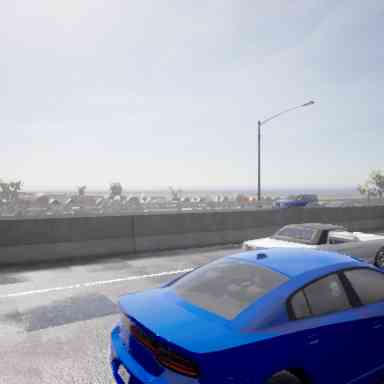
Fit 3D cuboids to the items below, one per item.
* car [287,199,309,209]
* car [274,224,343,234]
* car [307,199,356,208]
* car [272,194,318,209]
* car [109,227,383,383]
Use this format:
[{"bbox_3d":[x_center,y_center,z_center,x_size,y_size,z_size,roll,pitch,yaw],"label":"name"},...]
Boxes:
[{"bbox_3d":[11.483,1.591,30.879,4.718,1.301,1.895,0,0,-31],"label":"car"},{"bbox_3d":[3.864,1.598,9.761,4.718,1.301,1.895,0,0,-31],"label":"car"},{"bbox_3d":[11.850,1.516,27.017,4.674,1.442,1.812,0,0,-31],"label":"car"},{"bbox_3d":[10.867,1.211,34.588,5.566,2.045,2.150,0,0,-31],"label":"car"},{"bbox_3d":[1.512,1.477,4.272,5.008,1.535,1.882,0,0,-31],"label":"car"}]
